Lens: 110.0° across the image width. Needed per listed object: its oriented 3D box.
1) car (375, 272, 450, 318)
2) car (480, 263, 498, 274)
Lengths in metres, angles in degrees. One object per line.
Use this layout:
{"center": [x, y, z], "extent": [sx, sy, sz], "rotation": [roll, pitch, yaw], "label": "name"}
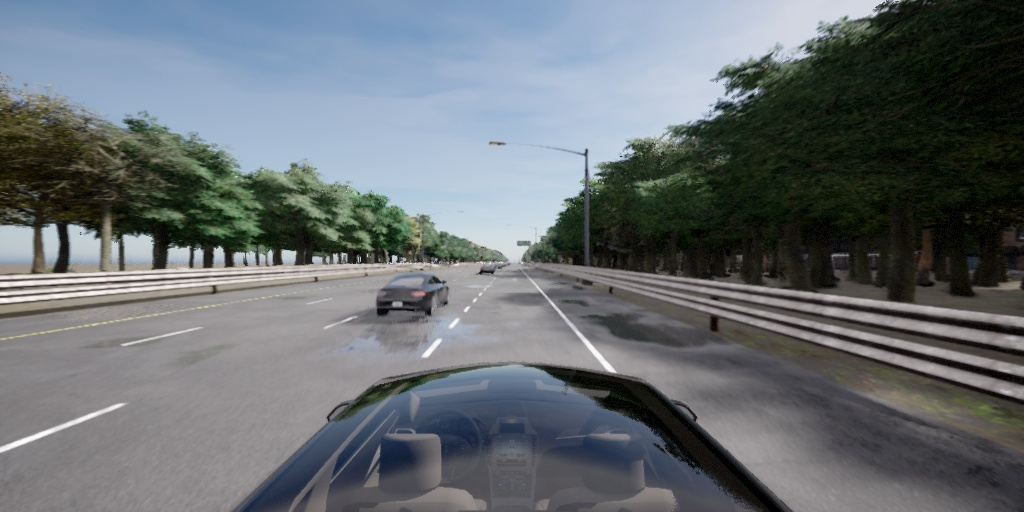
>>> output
{"center": [-3.492, 1.328, 13.226], "extent": [1.812, 1.442, 4.674], "rotation": [0, 0, 0], "label": "car"}
{"center": [-3.382, 1.794, 50.374], "extent": [1.994, 1.385, 4.181], "rotation": [0, -1, 0], "label": "car"}
